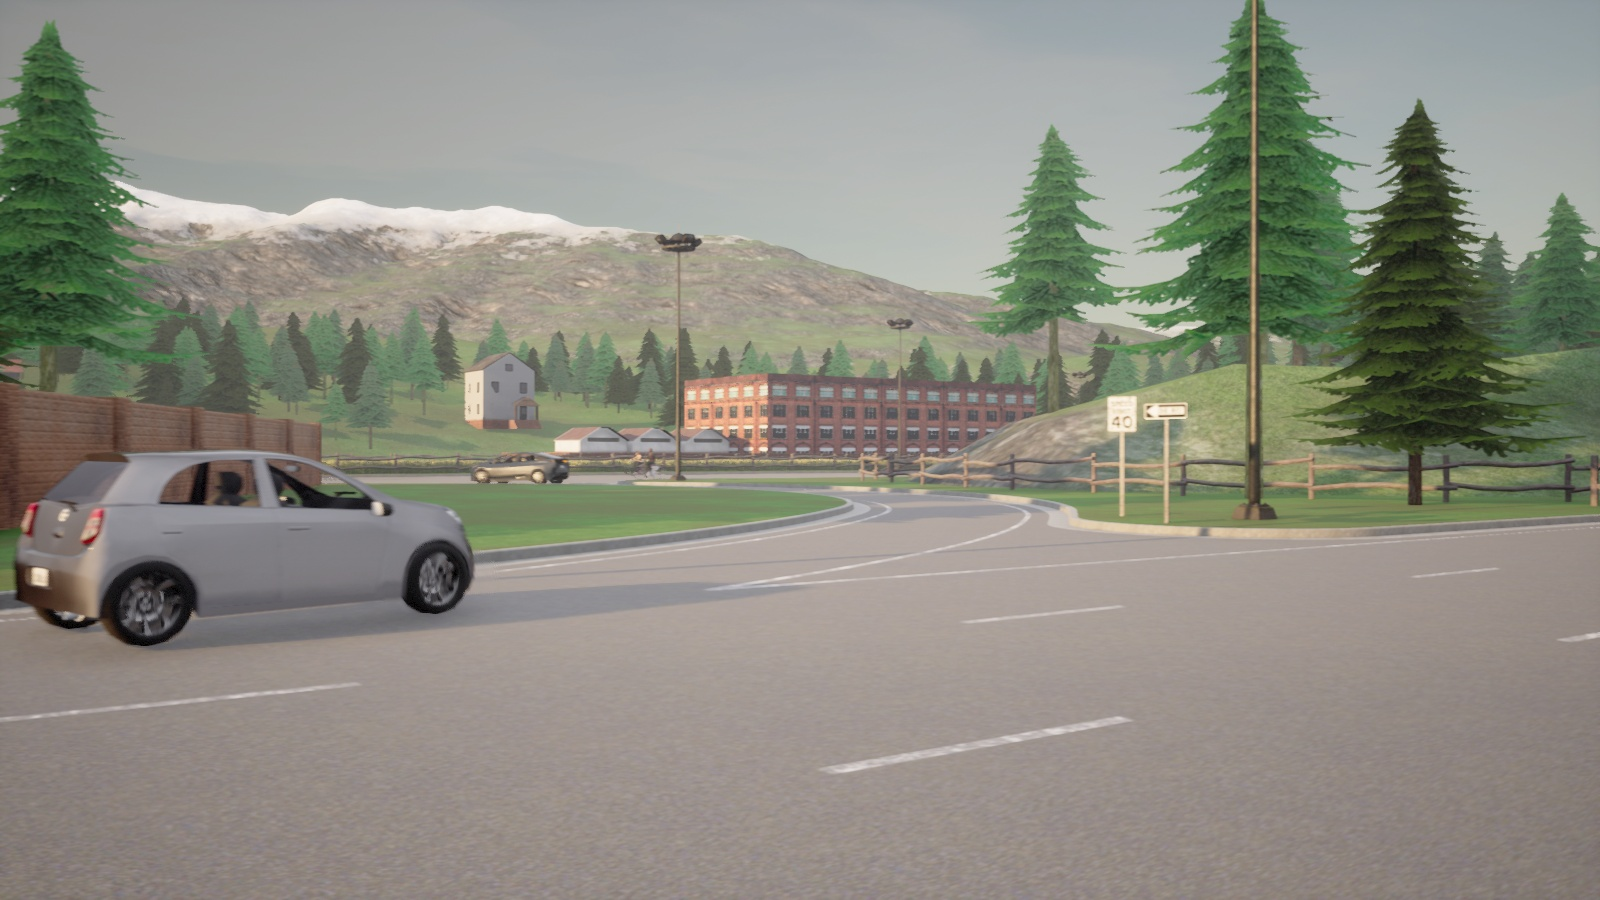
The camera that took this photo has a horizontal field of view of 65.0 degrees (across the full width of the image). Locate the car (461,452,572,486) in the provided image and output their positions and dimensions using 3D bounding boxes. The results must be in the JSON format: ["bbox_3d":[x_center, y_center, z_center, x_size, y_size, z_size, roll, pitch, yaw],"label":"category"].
[{"bbox_3d":[-12.927,0.859,57.283,4.514,1.525,2.007,0,0,17],"label":"car"}]

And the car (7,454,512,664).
[{"bbox_3d":[-4.586,0.795,11.032,1.845,1.501,3.633,0,0,40],"label":"car"}]
